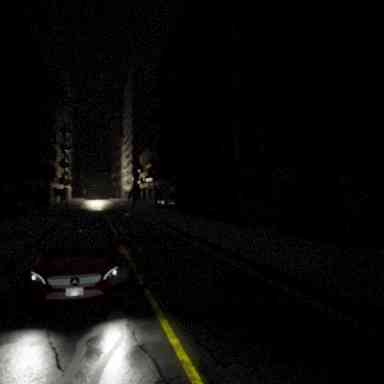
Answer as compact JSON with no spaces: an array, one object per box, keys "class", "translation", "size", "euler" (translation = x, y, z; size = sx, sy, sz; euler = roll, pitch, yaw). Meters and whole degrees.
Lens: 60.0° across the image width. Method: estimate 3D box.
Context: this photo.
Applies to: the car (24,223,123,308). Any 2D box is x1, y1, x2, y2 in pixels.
[{"class":"car","translation":[-2.770,1.531,8.192],"size":[1.812,1.442,4.674],"euler":[0,0,-17]}]
